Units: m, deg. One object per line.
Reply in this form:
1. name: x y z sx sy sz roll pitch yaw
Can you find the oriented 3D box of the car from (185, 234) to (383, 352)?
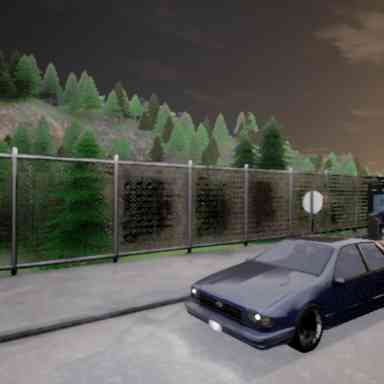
1. car: 2.506 1.569 6.375 5.357 1.411 2.033 0 0 -35
